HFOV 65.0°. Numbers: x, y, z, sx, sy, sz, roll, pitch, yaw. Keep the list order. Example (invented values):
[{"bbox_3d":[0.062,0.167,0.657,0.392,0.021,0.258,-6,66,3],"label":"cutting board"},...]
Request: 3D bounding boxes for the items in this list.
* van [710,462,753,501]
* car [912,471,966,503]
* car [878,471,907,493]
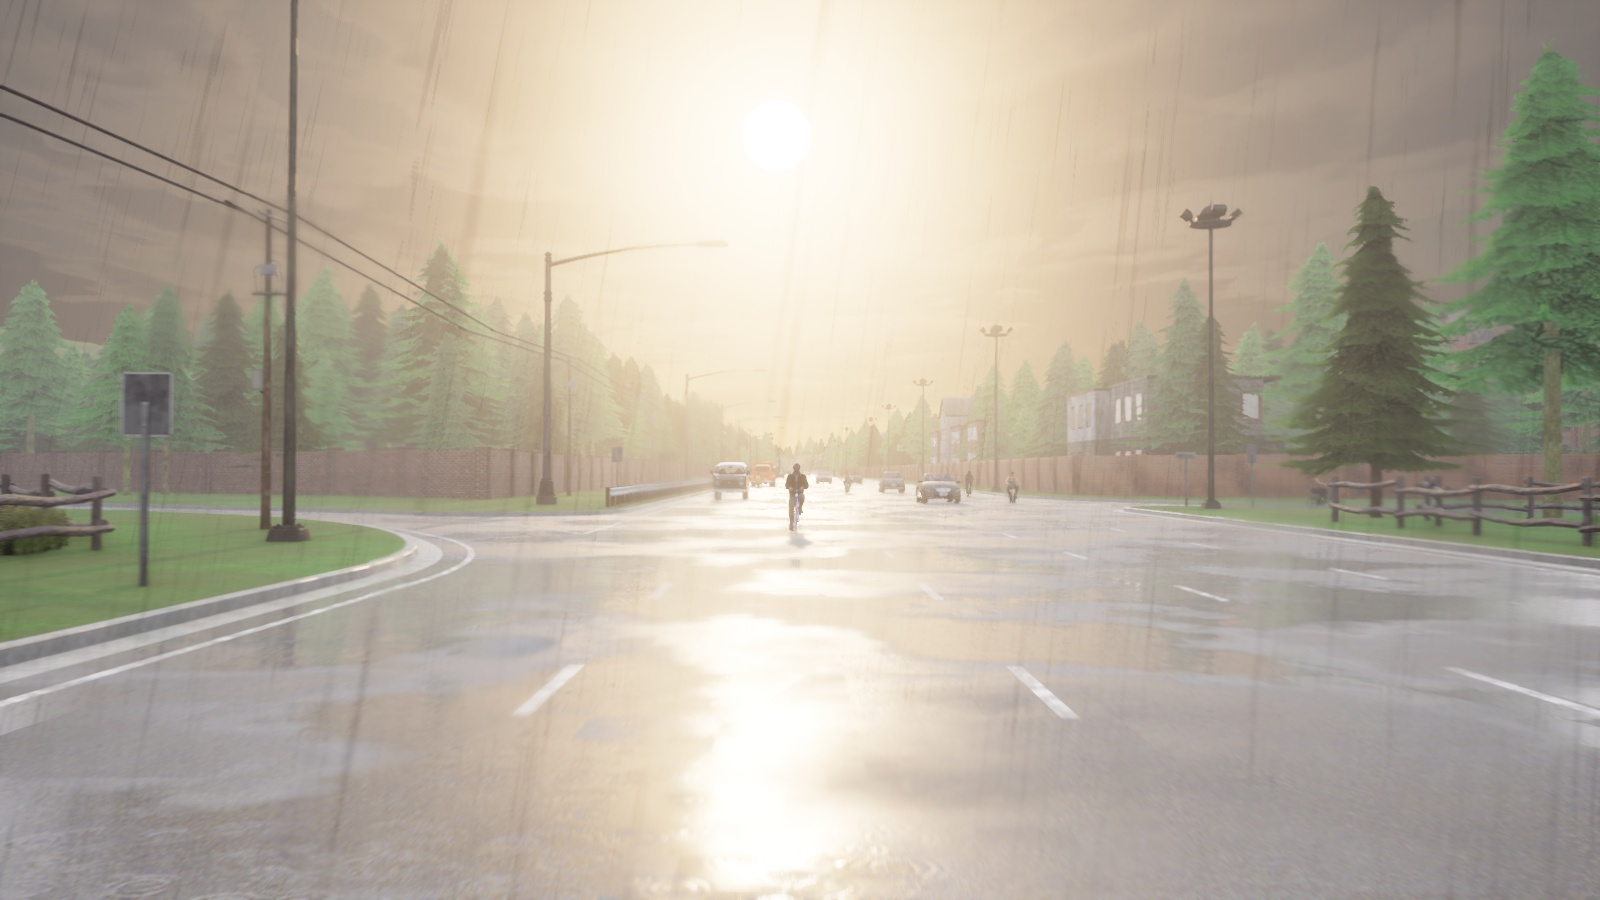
[{"bbox_3d":[-3.667,1.701,67.957,2.069,2.038,4.480,0,-1,0],"label":"van"},{"bbox_3d":[6.847,1.799,62.443,2.128,1.511,4.902,0,-1,0],"label":"car"},{"bbox_3d":[6.775,2.323,92.101,1.789,1.549,3.705,0,-1,0],"label":"car"}]
